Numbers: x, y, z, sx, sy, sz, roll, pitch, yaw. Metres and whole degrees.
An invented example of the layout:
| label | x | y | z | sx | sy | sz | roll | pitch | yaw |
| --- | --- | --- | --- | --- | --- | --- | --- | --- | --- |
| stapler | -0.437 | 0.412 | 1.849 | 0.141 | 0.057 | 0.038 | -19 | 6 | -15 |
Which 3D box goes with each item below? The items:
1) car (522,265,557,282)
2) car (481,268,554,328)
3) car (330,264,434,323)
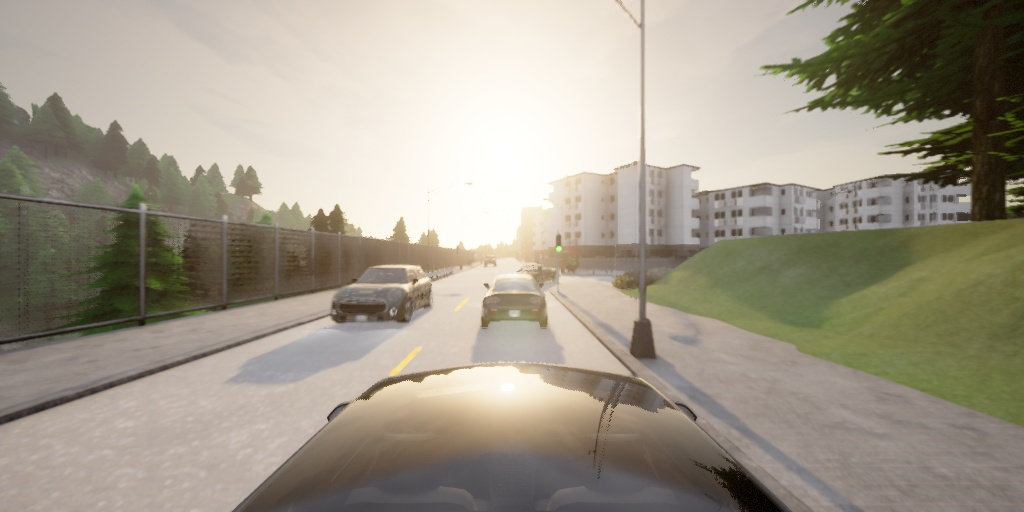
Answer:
| label | x | y | z | sx | sy | sz | roll | pitch | yaw |
| --- | --- | --- | --- | --- | --- | --- | --- | --- | --- |
| car | 1.851 | 1.315 | 26.078 | 1.895 | 1.301 | 4.718 | 0 | 0 | 28 |
| car | 0.060 | 1.262 | 11.206 | 1.812 | 1.442 | 4.674 | 0 | 0 | 0 |
| car | -4.067 | 1.086 | 11.956 | 2.097 | 1.767 | 4.553 | 0 | 0 | 0 |
